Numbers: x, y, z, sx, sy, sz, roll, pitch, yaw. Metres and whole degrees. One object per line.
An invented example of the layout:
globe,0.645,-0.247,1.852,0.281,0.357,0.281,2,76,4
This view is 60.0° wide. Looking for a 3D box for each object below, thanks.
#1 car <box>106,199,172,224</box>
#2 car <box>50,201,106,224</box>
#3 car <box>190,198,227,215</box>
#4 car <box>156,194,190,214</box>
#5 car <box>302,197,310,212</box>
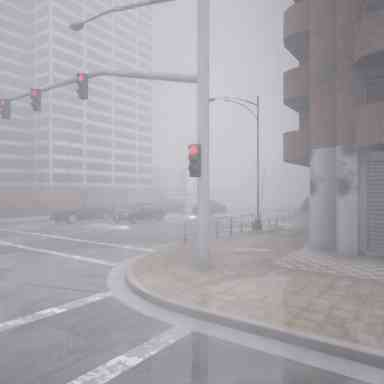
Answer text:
car,-3.922,1.526,25.242,1.812,1.442,4.674,0,0,35
car,-8.223,1.478,25.253,1.882,1.535,5.008,0,0,35
car,1.770,1.564,33.298,1.994,1.385,4.181,0,0,36
car,-2.651,1.352,33.124,2.097,1.767,4.553,0,0,35
car,14.413,1.352,38.755,2.097,1.767,4.553,0,0,35
